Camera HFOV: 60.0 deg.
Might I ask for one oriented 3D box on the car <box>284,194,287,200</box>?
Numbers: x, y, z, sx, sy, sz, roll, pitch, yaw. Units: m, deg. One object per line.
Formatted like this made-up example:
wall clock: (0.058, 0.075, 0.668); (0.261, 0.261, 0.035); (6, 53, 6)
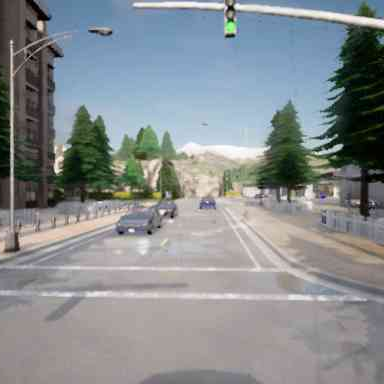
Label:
car: (20.918, 1.219, 77.232); (1.970, 1.475, 3.806); (0, 0, 4)

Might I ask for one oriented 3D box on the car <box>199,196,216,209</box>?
car: (2.070, 1.287, 43.437); (2.097, 1.767, 4.553); (0, 0, 4)

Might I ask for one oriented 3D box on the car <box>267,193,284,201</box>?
car: (17.468, 1.229, 70.018); (1.845, 1.501, 3.633); (0, 0, 4)

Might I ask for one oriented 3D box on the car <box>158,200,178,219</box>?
car: (-2.308, 1.462, 29.279); (2.128, 1.511, 4.902); (0, 0, 3)

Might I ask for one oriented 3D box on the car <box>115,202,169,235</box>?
car: (-2.864, 1.537, 19.209); (2.033, 1.411, 5.357); (0, 0, 3)

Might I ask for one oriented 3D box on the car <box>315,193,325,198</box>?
car: (33.591, 1.109, 87.432); (1.845, 1.501, 3.633); (0, 0, 4)
